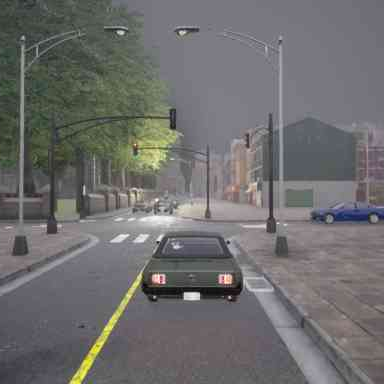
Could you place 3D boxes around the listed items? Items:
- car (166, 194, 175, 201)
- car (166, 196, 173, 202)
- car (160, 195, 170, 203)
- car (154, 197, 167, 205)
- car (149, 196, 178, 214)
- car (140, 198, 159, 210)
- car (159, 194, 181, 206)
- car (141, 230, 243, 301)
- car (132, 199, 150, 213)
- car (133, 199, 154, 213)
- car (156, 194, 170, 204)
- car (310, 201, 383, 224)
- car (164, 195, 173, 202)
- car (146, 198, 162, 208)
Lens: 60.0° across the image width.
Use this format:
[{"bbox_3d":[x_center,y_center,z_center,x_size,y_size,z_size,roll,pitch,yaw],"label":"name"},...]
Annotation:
[{"bbox_3d":[-5.937,1.554,93.068,2.192,1.841,5.009,1,0,0],"label":"car"},{"bbox_3d":[-5.895,1.732,87.446,1.752,1.417,4.829,1,0,0],"label":"car"},{"bbox_3d":[-5.762,1.568,71.266,1.967,1.590,4.097,1,0,0],"label":"car"},{"bbox_3d":[-5.676,1.670,60.365,1.802,1.307,4.206,1,0,0],"label":"car"},{"bbox_3d":[-2.947,1.523,35.354,2.128,1.511,4.902,0,0,0],"label":"car"},{"bbox_3d":[-5.543,1.597,44.016,2.008,1.369,4.403,1,0,0],"label":"car"},{"bbox_3d":[-3.026,1.401,45.249,2.097,1.767,4.553,0,0,0],"label":"car"},{"bbox_3d":[0.027,1.605,8.256,1.895,1.301,4.718,0,0,1],"label":"car"},{"bbox_3d":[-5.512,1.585,36.880,2.008,1.369,4.403,1,0,0],"label":"car"},{"bbox_3d":[-5.552,1.563,38.854,1.752,1.417,4.829,1,0,0],"label":"car"},{"bbox_3d":[-5.715,1.422,65.816,2.192,1.841,5.009,1,0,0],"label":"car"},{"bbox_3d":[10.943,1.430,23.544,5.008,1.535,1.882,-1,-1,0],"label":"car"},{"bbox_3d":[-5.851,1.619,82.166,1.967,1.590,4.097,1,0,0],"label":"car"},{"bbox_3d":[-5.587,1.623,49.466,1.947,1.339,4.313,1,0,0],"label":"car"}]
